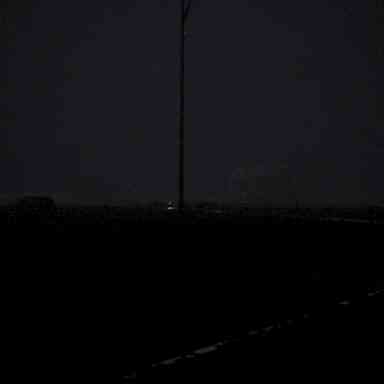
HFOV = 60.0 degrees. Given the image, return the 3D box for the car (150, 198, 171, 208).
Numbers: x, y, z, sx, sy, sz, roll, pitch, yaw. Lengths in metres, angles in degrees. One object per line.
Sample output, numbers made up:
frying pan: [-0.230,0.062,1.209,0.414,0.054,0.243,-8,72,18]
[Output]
car: [-5.618,1.890,59.046,2.097,1.767,4.553,1,-1,-36]

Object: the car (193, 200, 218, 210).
car: [2.083,2.039,53.046,2.128,1.511,4.902,1,-1,-36]

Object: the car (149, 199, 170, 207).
car: [-6.421,2.105,64.873,1.882,1.535,5.008,1,-1,-36]
